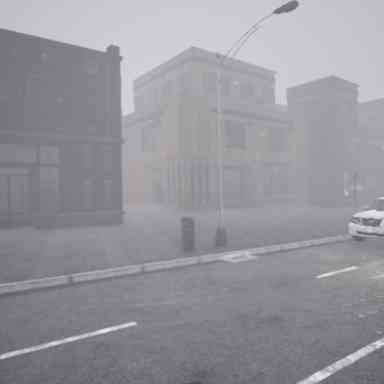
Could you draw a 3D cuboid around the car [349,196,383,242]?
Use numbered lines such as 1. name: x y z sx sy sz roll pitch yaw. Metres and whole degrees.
1. car: 9.407 1.196 15.062 5.566 2.045 2.150 0 0 -36
